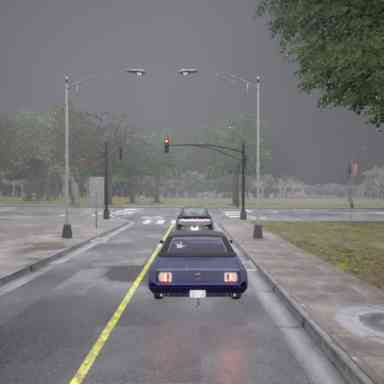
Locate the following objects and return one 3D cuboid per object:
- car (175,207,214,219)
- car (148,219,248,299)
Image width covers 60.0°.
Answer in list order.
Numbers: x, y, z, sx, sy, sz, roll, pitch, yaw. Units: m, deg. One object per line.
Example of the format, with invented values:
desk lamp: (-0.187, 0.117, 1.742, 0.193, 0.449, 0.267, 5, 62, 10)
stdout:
car: (0.124, 1.518, 17.648, 2.128, 1.511, 4.902, 0, 0, 0)
car: (0.111, 1.606, 8.388, 1.895, 1.301, 4.718, 0, 0, 0)
